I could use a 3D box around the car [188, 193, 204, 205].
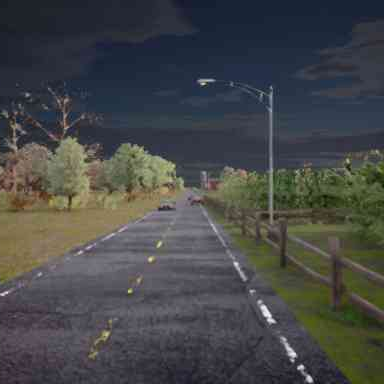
[{"bbox_3d":[0.893,1.256,55.256,2.097,1.767,4.553,0,0,1],"label":"car"}]

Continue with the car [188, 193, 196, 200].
[{"bbox_3d":[-0.011,1.151,86.338,1.837,1.490,4.892,0,0,0],"label":"car"}]

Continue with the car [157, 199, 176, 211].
[{"bbox_3d":[-2.845,1.510,38.581,1.994,1.385,4.181,0,0,0],"label":"car"}]
